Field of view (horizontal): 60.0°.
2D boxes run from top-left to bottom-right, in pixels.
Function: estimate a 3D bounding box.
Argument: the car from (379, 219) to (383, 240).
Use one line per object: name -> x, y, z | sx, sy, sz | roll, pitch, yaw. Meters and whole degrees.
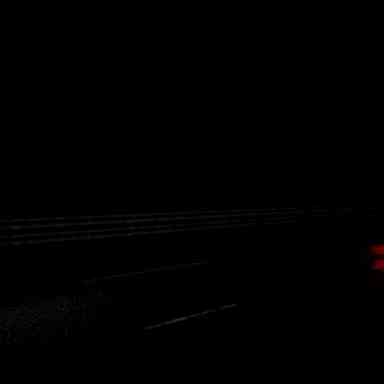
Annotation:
car -> 10.681, 1.525, 15.677 | 4.892, 1.490, 1.837 | 0, 0, -35
